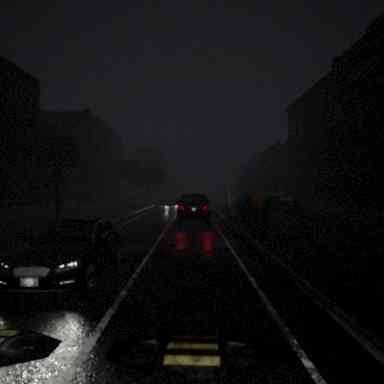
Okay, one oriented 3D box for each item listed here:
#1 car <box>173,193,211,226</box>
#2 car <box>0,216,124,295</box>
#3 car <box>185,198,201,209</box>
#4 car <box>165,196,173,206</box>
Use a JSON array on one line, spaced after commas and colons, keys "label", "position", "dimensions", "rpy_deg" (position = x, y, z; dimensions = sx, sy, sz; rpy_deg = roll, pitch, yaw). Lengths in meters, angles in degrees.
[{"label": "car", "position": [0.110, 1.095, 22.481], "dimensions": [2.150, 2.045, 5.566], "rpy_deg": [0, 1, 0]}, {"label": "car", "position": [-3.098, 1.443, 8.783], "dimensions": [2.128, 1.511, 4.902], "rpy_deg": [0, 0, 0]}, {"label": "car", "position": [0.106, 1.400, 41.642], "dimensions": [1.895, 1.301, 4.718], "rpy_deg": [0, 0, 0]}, {"label": "car", "position": [-3.057, 1.313, 51.541], "dimensions": [1.812, 1.442, 4.674], "rpy_deg": [0, 0, 0]}]
